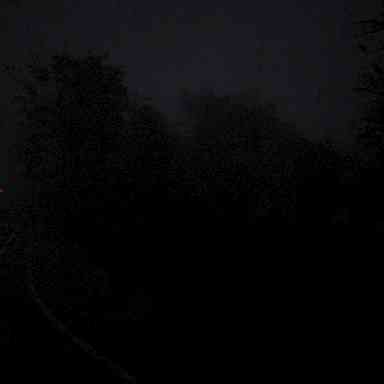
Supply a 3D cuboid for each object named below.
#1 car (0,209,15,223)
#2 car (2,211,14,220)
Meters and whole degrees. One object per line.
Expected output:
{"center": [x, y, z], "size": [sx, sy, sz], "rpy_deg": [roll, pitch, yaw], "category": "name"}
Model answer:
{"center": [-29.226, 3.767, 52.233], "size": [2.150, 2.045, 5.566], "rpy_deg": [1, -3, -27], "category": "car"}
{"center": [-34.036, 4.360, 61.540], "size": [1.882, 1.535, 5.008], "rpy_deg": [1, -3, -27], "category": "car"}
